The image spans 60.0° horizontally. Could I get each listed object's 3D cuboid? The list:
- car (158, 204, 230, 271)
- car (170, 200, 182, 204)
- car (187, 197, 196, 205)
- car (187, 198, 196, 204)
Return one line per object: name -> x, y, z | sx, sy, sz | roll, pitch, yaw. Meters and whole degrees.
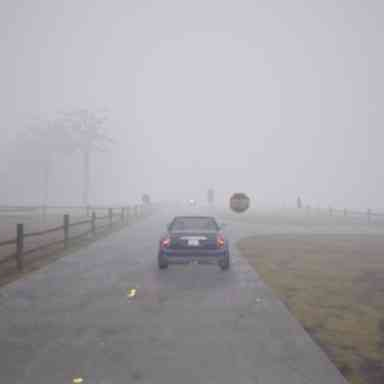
car -> 0.128, 1.458, 11.497 | 2.097, 1.767, 4.553 | 0, -1, 2
car -> -2.802, 2.213, 59.669 | 2.033, 1.411, 5.357 | 0, -1, 1
car -> -0.019, 2.179, 80.380 | 2.097, 1.767, 4.553 | 0, -1, 0
car -> -0.016, 2.334, 69.771 | 2.033, 1.411, 5.357 | 0, -1, 0
